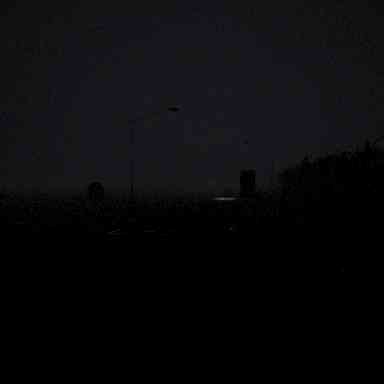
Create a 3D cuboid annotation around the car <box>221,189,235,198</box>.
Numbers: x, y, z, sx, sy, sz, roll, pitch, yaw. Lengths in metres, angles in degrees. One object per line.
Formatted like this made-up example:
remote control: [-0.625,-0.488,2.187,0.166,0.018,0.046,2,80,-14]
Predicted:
car: [5.963,0.194,54.297,2.033,1.411,5.357,0,1,12]
